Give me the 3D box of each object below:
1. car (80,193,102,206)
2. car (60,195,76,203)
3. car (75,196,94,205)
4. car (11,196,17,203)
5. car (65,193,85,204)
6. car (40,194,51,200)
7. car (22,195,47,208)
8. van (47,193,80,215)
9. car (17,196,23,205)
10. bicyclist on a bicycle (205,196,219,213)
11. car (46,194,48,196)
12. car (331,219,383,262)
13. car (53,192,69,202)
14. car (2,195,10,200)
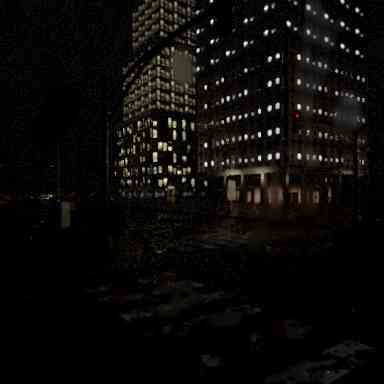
[{"bbox_3d":[-14.872,1.118,50.778,2.192,1.841,5.009,0,0,-34],"label":"car"},{"bbox_3d":[-24.177,1.295,64.549,1.947,1.339,4.313,0,0,-34],"label":"car"},{"bbox_3d":[-17.974,1.324,55.369,1.887,1.381,4.507,0,0,-34],"label":"car"},{"bbox_3d":[-31.120,1.350,59.857,1.802,1.307,4.206,0,0,-34],"label":"car"},{"bbox_3d":[-21.075,1.069,59.958,2.192,1.841,5.009,0,0,-34],"label":"car"},{"bbox_3d":[-36.677,1.153,83.048,1.752,1.417,4.829,0,0,-34],"label":"car"},{"bbox_3d":[-21.816,1.408,46.087,1.947,1.339,4.313,0,0,-34],"label":"car"},{"bbox_3d":[-12.512,1.257,32.317,1.690,1.788,3.998,0,0,-34],"label":"van"},{"bbox_3d":[-24.917,1.369,50.676,2.008,1.369,4.403,0,0,-34],"label":"car"},{"bbox_3d":[1.877,1.202,31.240,1.656,1.620,0.582,-1,1,-34],"label":"bicyclist on a bicycle"},{"bbox_3d":[-24.474,1.303,60.353,2.033,1.411,5.357,0,0,-34],"label":"car"},{"bbox_3d":[6.519,1.571,10.681,2.033,1.411,5.357,0,0,-3],"label":"car"},{"bbox_3d":[-27.277,1.019,69.138,2.192,1.841,5.009,0,0,-34],"label":"car"},{"bbox_3d":[-43.526,1.250,78.215,1.802,1.307,4.206,0,0,-34],"label":"car"}]
